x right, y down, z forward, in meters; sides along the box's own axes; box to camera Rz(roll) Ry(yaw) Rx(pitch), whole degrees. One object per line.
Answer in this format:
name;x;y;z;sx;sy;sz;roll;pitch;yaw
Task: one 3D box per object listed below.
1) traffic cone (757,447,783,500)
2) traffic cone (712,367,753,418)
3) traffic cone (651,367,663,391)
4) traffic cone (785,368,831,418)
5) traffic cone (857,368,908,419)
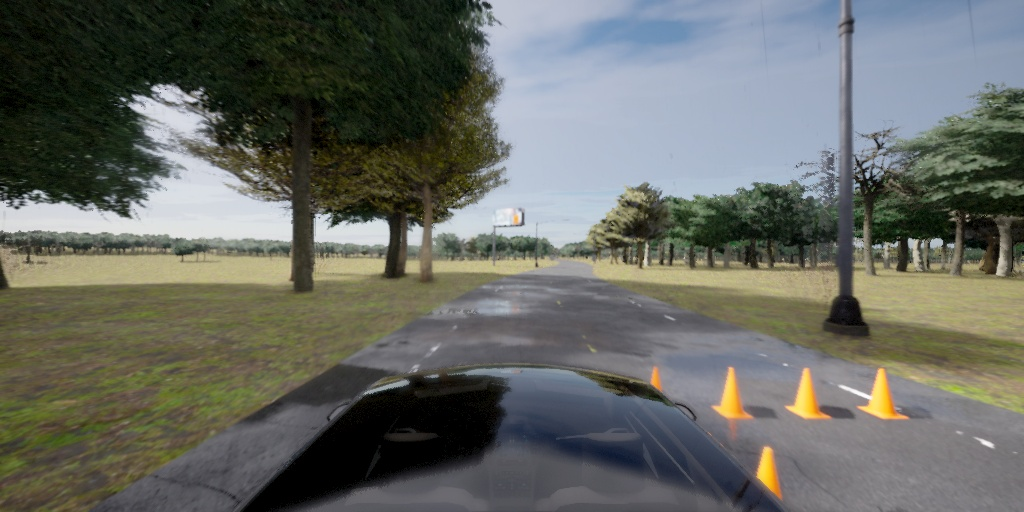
traffic cone;1.910;1.732;2.677;0.340;0.580;0.340;0;0;-1
traffic cone;2.876;1.757;4.694;0.340;0.580;0.340;0;0;-1
traffic cone;1.876;1.747;4.677;0.340;0.580;0.340;0;0;-1
traffic cone;3.876;1.767;4.710;0.340;0.580;0.340;0;0;-1
traffic cone;4.875;1.778;4.727;0.340;0.580;0.340;0;0;-1
